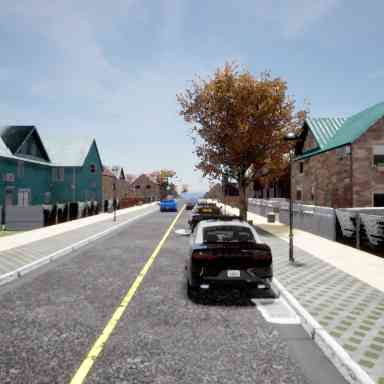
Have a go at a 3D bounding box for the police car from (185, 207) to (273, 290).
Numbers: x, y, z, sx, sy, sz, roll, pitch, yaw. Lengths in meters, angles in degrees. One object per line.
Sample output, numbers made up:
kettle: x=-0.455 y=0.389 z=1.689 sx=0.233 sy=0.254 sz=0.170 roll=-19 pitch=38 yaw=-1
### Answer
police car: x=0.843 y=1.429 z=9.250 sx=1.930 sy=1.638 sz=5.238 roll=0 pitch=0 yaw=0

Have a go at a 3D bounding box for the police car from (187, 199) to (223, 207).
police car: x=0.861 y=1.436 z=19.251 sx=1.930 sy=1.638 sz=5.238 roll=0 pitch=0 yaw=0

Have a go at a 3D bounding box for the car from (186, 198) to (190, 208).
car: x=0.112 y=1.642 z=45.053 sx=2.033 sy=1.411 sz=5.357 roll=0 pitch=0 yaw=1

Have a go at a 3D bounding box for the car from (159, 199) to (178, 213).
car: x=-2.677 y=1.533 z=38.432 sx=1.882 sy=1.535 sz=5.008 roll=0 pitch=0 yaw=0

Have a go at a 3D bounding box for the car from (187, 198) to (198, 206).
car: x=0.118 y=1.758 z=62.058 sx=1.994 sy=1.385 sz=4.181 roll=0 pitch=0 yaw=0
